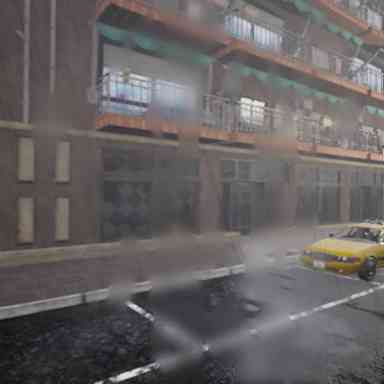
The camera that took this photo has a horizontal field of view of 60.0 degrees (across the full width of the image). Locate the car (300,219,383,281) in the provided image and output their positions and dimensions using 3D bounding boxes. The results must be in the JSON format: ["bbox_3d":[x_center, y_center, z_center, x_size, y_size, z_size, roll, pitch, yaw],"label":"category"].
[{"bbox_3d":[5.176,1.510,9.785,4.829,1.417,1.752,0,1,-35],"label":"car"}]
